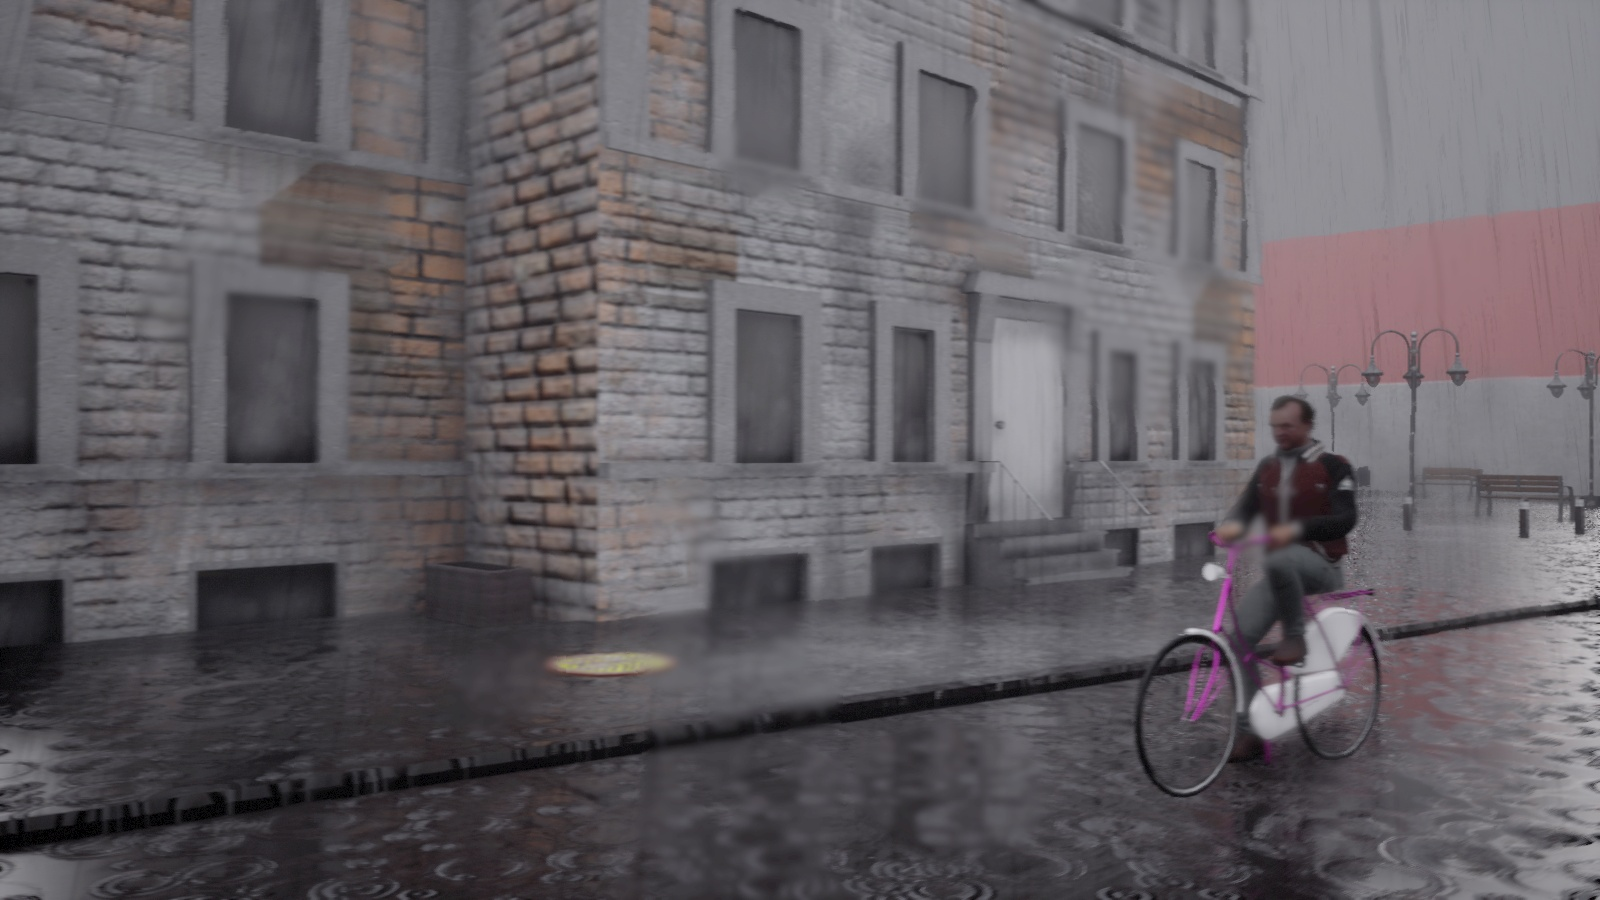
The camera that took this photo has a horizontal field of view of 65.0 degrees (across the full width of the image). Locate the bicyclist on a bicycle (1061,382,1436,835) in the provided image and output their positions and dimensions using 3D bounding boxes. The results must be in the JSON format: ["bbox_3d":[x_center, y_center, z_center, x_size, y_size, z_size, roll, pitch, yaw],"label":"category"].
[{"bbox_3d":[2.079,0.625,5.715,1.843,1.776,0.659,0,0,-35],"label":"bicyclist on a bicycle"}]
